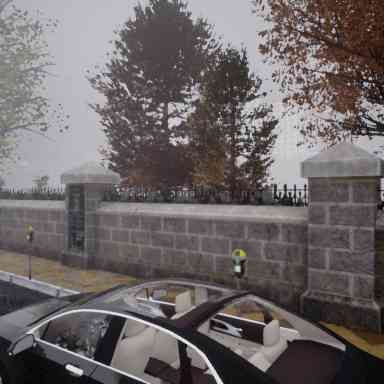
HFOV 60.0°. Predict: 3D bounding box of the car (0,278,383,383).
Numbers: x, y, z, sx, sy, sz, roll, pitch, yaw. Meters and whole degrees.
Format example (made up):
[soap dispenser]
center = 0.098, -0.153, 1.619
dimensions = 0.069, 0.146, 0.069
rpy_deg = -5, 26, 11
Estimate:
[car]
center = -0.421, 1.551, 3.177
dimensions = 4.403, 1.369, 2.008
rpy_deg = 0, 0, 35
